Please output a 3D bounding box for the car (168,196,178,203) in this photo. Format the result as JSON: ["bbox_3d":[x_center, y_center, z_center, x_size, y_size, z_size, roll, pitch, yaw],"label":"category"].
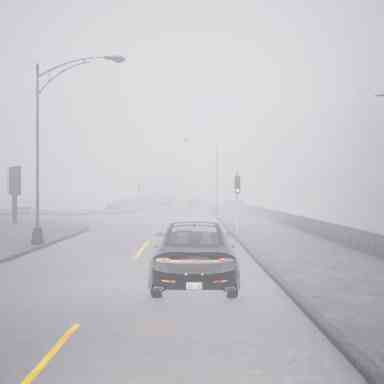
[{"bbox_3d":[-4.029,1.552,70.343,1.994,1.385,4.181,0,0,0],"label":"car"}]

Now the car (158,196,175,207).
[{"bbox_3d":[-4.118,1.547,50.860,2.033,1.411,5.357,0,0,0],"label":"car"}]

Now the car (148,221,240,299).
[{"bbox_3d":[0.059,1.492,8.469,2.128,1.511,4.902,0,0,0],"label":"car"}]

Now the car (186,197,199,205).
[{"bbox_3d":[0.070,1.525,57.778,1.812,1.442,4.674,0,0,0],"label":"car"}]

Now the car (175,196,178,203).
[{"bbox_3d":[-4.094,1.601,60.526,1.895,1.301,4.718,0,0,0],"label":"car"}]
